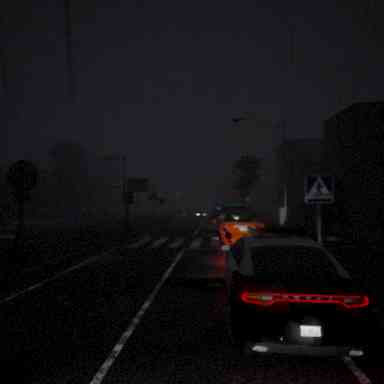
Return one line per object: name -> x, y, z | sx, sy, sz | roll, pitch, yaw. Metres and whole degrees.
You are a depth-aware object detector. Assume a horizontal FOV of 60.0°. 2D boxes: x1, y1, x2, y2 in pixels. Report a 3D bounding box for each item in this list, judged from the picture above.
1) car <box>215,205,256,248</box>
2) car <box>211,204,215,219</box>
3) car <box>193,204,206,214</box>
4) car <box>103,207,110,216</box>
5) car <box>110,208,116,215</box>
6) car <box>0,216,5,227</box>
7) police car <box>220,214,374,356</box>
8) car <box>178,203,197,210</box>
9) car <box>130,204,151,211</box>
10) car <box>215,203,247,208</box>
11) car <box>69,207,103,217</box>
car -> 2.347, 1.676, 16.442 | 2.097, 1.767, 4.553 | -1, -2, 4
car -> 3.525, 2.738, 44.188 | 2.128, 1.511, 4.902 | -1, -2, 5
car -> 1.864, 3.513, 64.921 | 2.033, 1.411, 5.357 | -1, -2, 4
car -> -17.435, 3.454, 57.905 | 4.892, 1.521, 2.231 | -1, -2, 4
car -> -17.191, 3.560, 61.168 | 5.008, 1.535, 2.097 | -1, -2, 4
car -> -19.626, 2.425, 30.399 | 4.553, 1.767, 2.185 | -1, -2, 4
police car -> 1.625, 1.487, 6.587 | 1.930, 1.638, 5.238 | 1, 0, 4
car -> -1.458, 4.483, 94.428 | 4.892, 1.521, 2.231 | -1, -2, 4
car -> -14.712, 4.601, 92.687 | 5.008, 1.535, 2.097 | -1, -2, 4
car -> 2.808, 1.744, 22.490 | 2.150, 2.045, 5.566 | -1, -2, 4
car -> -17.692, 3.386, 54.640 | 4.674, 1.452, 2.002 | -1, -2, 4
